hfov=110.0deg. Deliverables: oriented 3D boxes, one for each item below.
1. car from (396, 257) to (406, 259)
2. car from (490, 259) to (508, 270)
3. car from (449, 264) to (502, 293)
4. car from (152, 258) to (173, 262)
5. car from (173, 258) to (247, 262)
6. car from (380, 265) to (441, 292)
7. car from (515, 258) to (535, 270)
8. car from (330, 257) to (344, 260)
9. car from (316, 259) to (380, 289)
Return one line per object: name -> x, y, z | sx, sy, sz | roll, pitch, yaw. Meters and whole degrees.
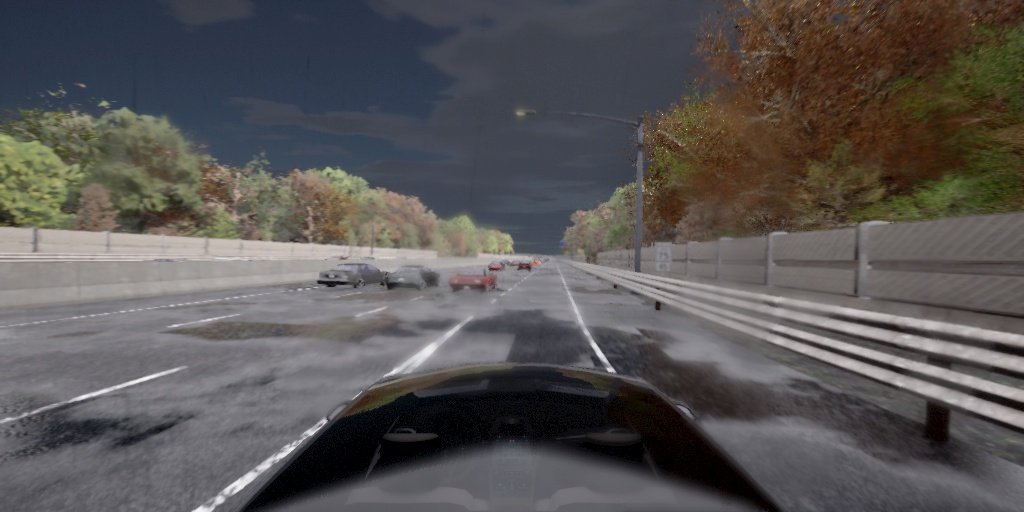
car -> -18.559, 0.953, 59.782 | 1.812, 1.442, 4.674 | 1, 0, 7
car -> -2.131, 1.357, 49.706 | 1.994, 1.385, 4.181 | 1, 0, 7
car -> -2.041, 1.337, 20.444 | 1.895, 1.301, 4.718 | 1, 0, 7
car -> -22.893, 0.817, 23.562 | 1.895, 1.301, 4.718 | 1, 0, 7
car -> -19.310, 0.833, 24.046 | 1.812, 1.442, 4.674 | 1, 0, 7
car -> -5.532, 1.212, 20.679 | 1.994, 1.385, 4.181 | 1, 0, 7
car -> 2.092, 1.390, 55.631 | 1.882, 1.535, 5.008 | 1, 0, 7
car -> -20.657, 0.836, 42.267 | 1.812, 1.442, 4.674 | 1, 0, 7
car -> -9.019, 1.108, 20.980 | 2.033, 1.411, 5.357 | 1, 0, 7
